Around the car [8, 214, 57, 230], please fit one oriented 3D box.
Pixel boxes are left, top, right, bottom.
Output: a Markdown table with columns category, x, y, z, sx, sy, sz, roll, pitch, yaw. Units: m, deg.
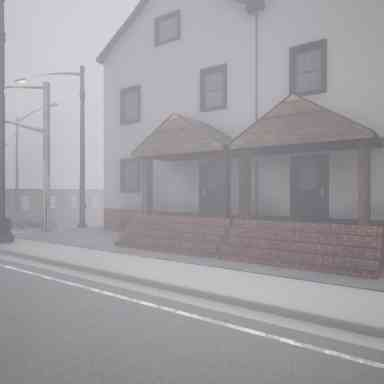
| category | x | y | z | sx | sy | sz | roll | pitch | yaw |
| --- | --- | --- | --- | --- | --- | --- | --- | --- | --- |
| car | -14.101 | 2.655 | 29.350 | 1.994 | 1.385 | 4.181 | 0 | -9 | 36 |
